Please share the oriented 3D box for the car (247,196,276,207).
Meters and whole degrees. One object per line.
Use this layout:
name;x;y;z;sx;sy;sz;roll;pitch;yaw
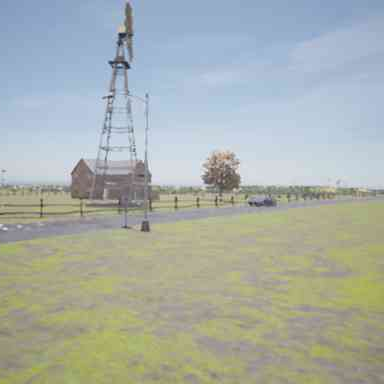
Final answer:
car;9.320;1.178;43.900;2.033;1.411;5.357;2;1;38
